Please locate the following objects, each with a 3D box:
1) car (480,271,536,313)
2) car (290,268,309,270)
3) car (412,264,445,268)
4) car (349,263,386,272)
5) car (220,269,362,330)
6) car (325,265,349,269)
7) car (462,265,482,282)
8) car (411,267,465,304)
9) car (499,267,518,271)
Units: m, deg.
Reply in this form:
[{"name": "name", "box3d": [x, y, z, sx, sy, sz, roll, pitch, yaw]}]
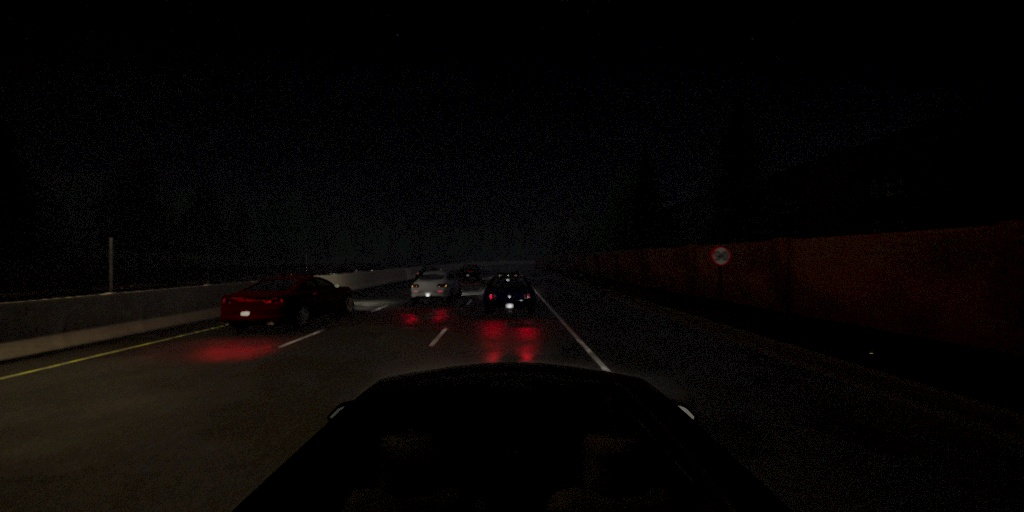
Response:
[{"name": "car", "box3d": [-0.109, 1.465, 14.735, 1.895, 1.301, 4.718, -1, 0, -1]}, {"name": "car", "box3d": [-21.568, 1.848, 35.989, 1.895, 1.301, 4.718, -1, 0, -1]}, {"name": "car", "box3d": [-7.334, 1.648, 32.445, 1.994, 1.385, 4.181, -1, 0, -1]}, {"name": "car", "box3d": [-14.581, 1.544, 37.081, 2.097, 1.767, 4.553, -1, -1, -1]}, {"name": "car", "box3d": [-7.074, 1.382, 11.940, 1.882, 1.535, 5.008, -1, 0, -1]}, {"name": "car", "box3d": [-18.077, 1.699, 36.762, 1.882, 1.535, 5.008, -1, -1, -1]}, {"name": "car", "box3d": [-3.844, 1.537, 33.347, 1.882, 1.535, 5.008, -1, 0, -1]}, {"name": "car", "box3d": [-3.655, 1.448, 17.675, 1.812, 1.442, 4.674, -1, -1, -1]}, {"name": "car", "box3d": [-0.308, 1.601, 30.227, 1.895, 1.301, 4.718, -1, 0, -1]}]
